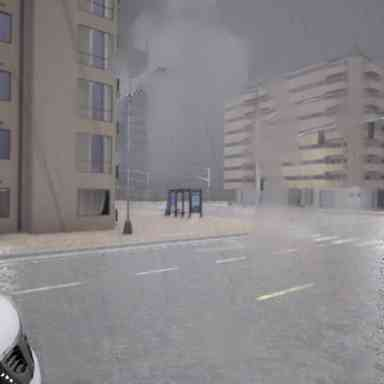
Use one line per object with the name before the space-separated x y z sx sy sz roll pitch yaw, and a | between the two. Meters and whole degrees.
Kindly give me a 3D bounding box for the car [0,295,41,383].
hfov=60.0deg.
car | -3.680 1.204 1.411 5.566 2.045 2.150 0 0 -33
